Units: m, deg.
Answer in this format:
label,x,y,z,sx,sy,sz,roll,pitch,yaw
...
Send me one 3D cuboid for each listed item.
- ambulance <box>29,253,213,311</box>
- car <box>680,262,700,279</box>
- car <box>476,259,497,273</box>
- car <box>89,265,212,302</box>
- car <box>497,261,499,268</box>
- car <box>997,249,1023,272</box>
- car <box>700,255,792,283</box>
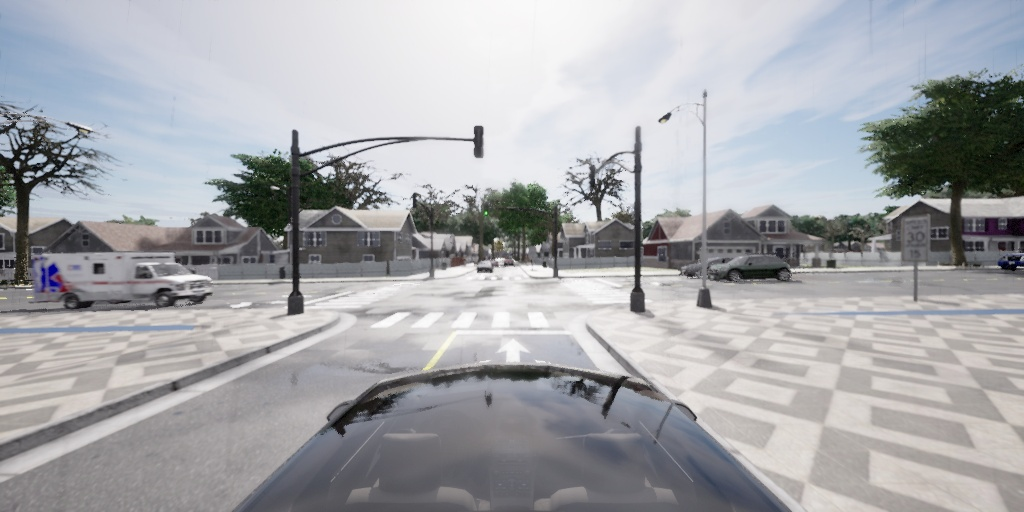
label,x,y,z,sx,sy,sz,roll,pitch,yaw
ambulance,-17.524,1.093,16.414,6.366,2.431,2.351,-1,0,0
car,14.914,0.867,26.305,4.892,1.490,1.837,-1,0,0
car,-3.165,1.256,42.826,2.033,1.411,5.357,0,0,0
car,-19.536,1.428,19.565,4.553,1.767,2.097,-1,0,0
car,-3.309,1.271,61.313,1.994,1.385,4.181,0,0,0
car,39.477,0.129,26.299,5.566,2.045,2.150,-1,0,0
car,15.115,0.738,23.055,4.553,1.767,2.097,-1,0,0
